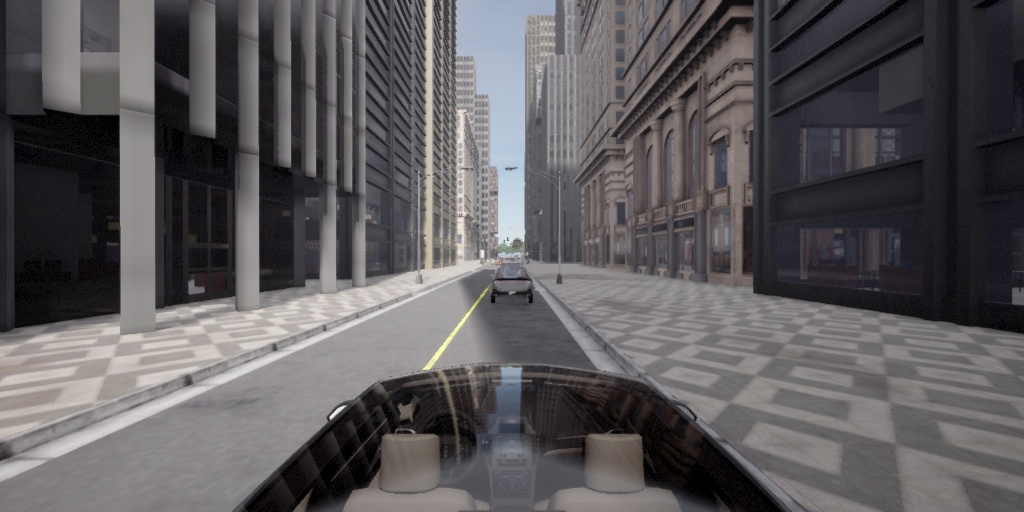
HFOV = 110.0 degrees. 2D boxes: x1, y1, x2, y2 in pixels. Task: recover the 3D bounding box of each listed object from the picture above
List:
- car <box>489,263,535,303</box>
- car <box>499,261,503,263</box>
[{"bbox_3d":[0.000,1.241,16.500,2.128,1.511,4.902,0,0,0],"label":"car"},{"bbox_3d":[0.000,1.355,31.530,1.895,1.301,4.718,0,0,0],"label":"car"}]
